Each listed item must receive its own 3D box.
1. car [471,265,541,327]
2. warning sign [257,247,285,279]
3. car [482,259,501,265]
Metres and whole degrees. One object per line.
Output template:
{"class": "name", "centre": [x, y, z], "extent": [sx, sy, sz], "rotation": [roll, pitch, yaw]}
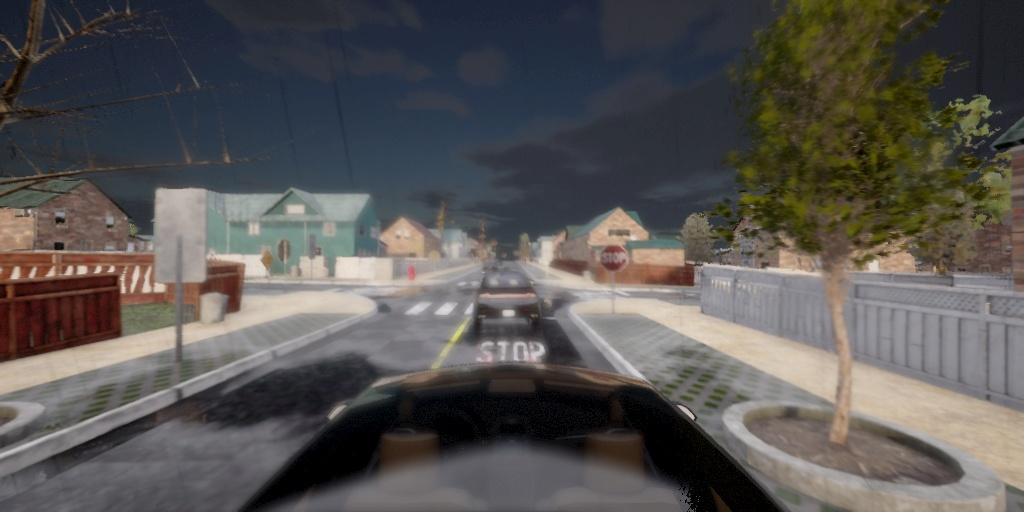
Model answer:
{"class": "car", "centre": [-0.265, 1.218, 11.394], "extent": [2.128, 1.511, 4.902], "rotation": [0, 0, -4]}
{"class": "warning sign", "centre": [-15.790, 0.551, 23.137], "extent": [1.060, 1.860, 1.300], "rotation": [0, 0, 0]}
{"class": "car", "centre": [-2.839, 1.189, 47.199], "extent": [1.837, 1.490, 4.892], "rotation": [0, 0, 0]}
